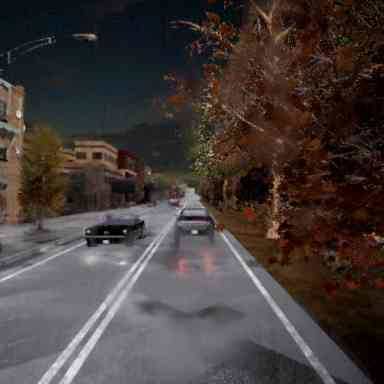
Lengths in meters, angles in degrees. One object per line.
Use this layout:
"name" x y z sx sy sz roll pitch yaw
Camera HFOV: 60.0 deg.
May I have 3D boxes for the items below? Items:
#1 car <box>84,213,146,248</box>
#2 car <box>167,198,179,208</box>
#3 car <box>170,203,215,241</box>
"car" -3.334 1.650 15.178 1.895 1.301 4.718 0 0 0
"car" -3.161 1.848 56.998 1.882 1.535 5.008 0 0 1
"car" 0.119 1.554 17.037 2.128 1.511 4.902 0 0 0
